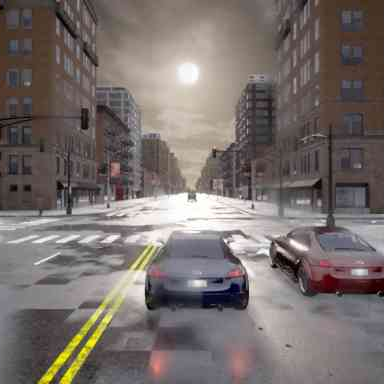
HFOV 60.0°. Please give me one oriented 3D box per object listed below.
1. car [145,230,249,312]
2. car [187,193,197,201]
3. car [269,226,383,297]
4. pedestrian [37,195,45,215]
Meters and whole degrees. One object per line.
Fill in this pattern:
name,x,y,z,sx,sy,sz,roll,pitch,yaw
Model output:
car,0.089,1.564,7.798,1.994,1.385,4.181,0,0,0
car,0.010,1.212,80.314,2.150,2.045,5.566,0,0,0
car,3.339,1.564,8.616,1.994,1.385,4.181,0,0,0
pedestrian,-14.138,1.170,31.123,0.375,1.860,0.375,0,0,0
